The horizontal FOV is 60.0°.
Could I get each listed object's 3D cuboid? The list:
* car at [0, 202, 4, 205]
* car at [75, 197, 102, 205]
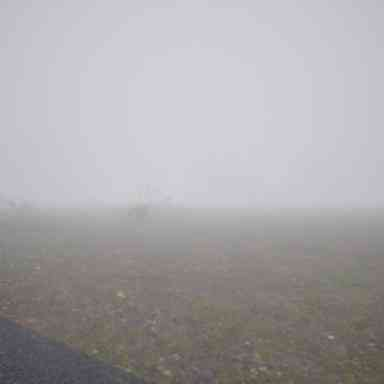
[{"bbox_3d":[-33.366,1.677,56.933,1.895,1.301,4.718,0,0,34],"label":"car"},{"bbox_3d":[-19.955,1.683,64.351,2.033,1.411,5.357,0,0,34],"label":"car"}]
